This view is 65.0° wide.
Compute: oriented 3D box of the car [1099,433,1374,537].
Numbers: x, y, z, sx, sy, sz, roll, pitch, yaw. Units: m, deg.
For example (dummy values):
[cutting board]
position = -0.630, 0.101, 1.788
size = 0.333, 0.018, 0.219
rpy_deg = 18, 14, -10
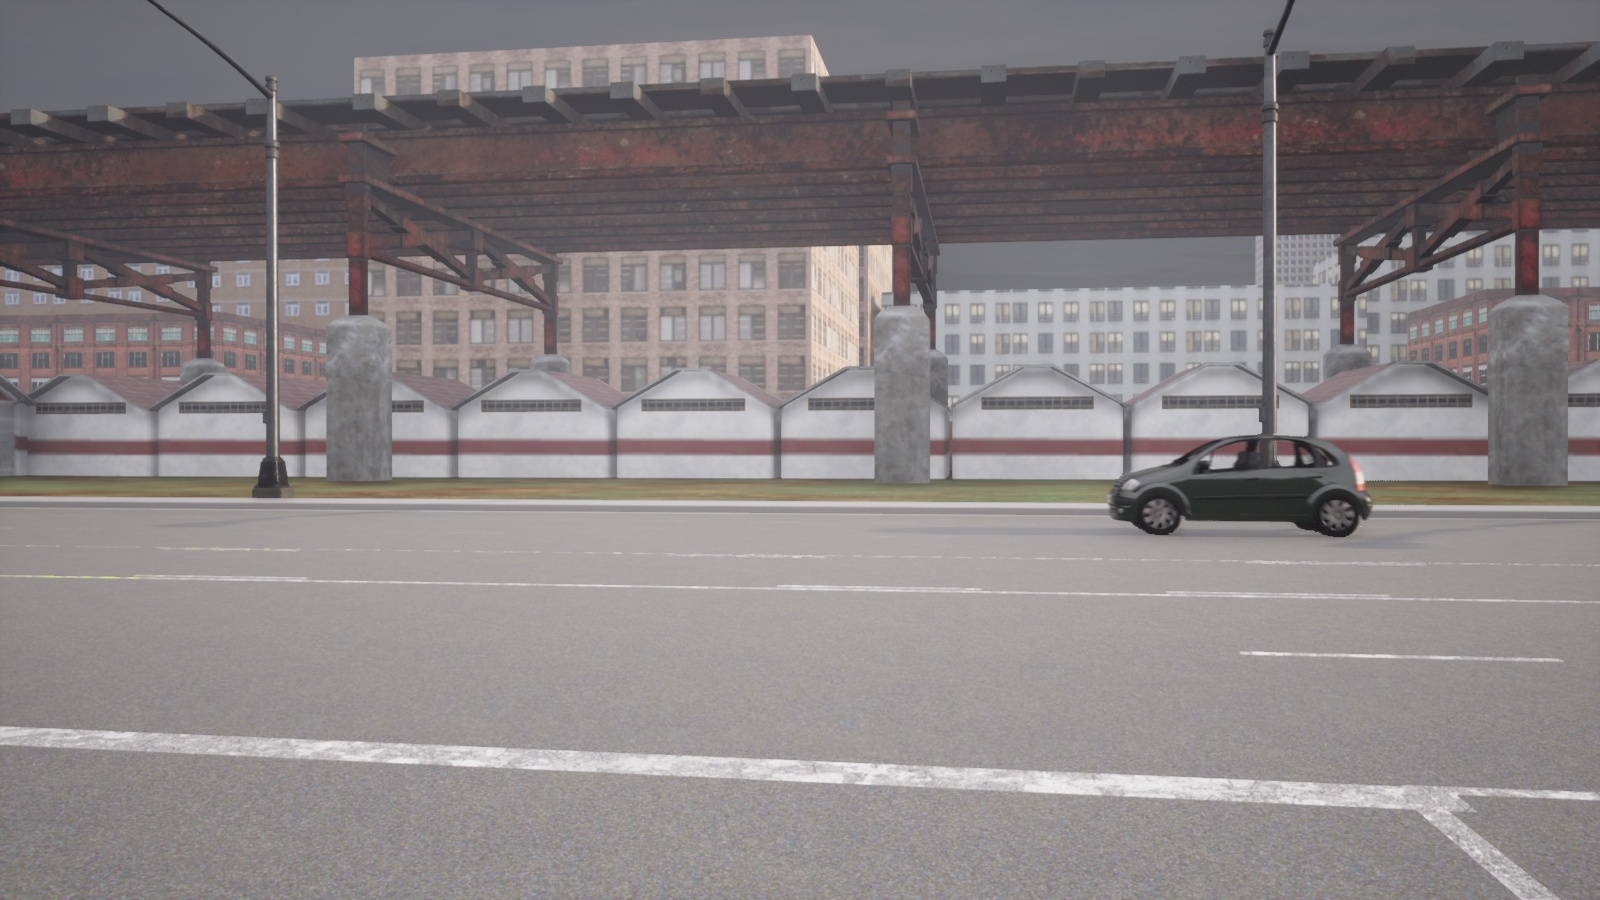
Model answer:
[car]
position = 7.032, 0.531, 20.619
size = 3.988, 1.617, 1.851
rpy_deg = 0, 0, 8
